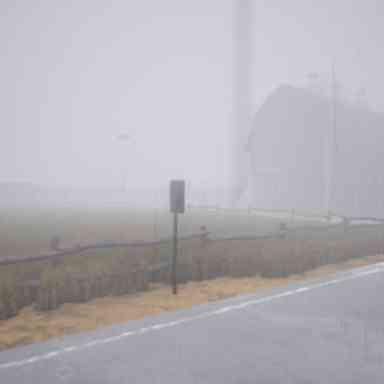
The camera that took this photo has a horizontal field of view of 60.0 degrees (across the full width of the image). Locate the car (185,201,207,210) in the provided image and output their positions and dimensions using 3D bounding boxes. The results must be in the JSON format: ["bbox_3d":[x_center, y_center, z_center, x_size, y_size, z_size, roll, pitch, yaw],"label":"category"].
[{"bbox_3d":[-0.299,1.765,37.736,1.812,1.442,4.674,1,-1,-38],"label":"car"}]
